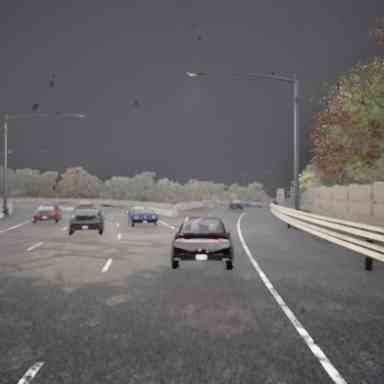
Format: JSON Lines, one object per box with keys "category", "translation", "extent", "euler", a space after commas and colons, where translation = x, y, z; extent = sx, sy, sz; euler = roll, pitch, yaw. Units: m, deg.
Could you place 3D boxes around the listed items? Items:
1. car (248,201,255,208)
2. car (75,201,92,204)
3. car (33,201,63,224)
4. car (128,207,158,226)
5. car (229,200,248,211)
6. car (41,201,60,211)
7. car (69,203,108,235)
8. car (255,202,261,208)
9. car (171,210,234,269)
{"category": "car", "translation": [9.720, 2.225, 59.563], "extent": [1.895, 1.301, 4.718], "euler": [0, -2, 15]}
{"category": "car", "translation": [-13.536, 1.814, 41.912], "extent": [1.882, 1.535, 5.008], "euler": [0, -1, -24]}
{"category": "car", "translation": [-11.626, 1.744, 27.009], "extent": [1.812, 1.442, 4.674], "euler": [0, -1, -16]}
{"category": "car", "translation": [-3.817, 1.801, 25.143], "extent": [1.895, 1.301, 4.718], "euler": [0, 0, -15]}
{"category": "car", "translation": [6.466, 1.852, 47.472], "extent": [1.882, 1.535, 5.008], "euler": [0, -1, 15]}
{"category": "car", "translation": [-20.038, 1.944, 47.037], "extent": [1.994, 1.385, 4.181], "euler": [0, -1, -28]}
{"category": "car", "translation": [-6.244, 1.667, 20.165], "extent": [1.837, 1.490, 4.892], "euler": [0, 0, -13]}
{"category": "car", "translation": [13.406, 2.785, 73.032], "extent": [2.033, 1.411, 5.357], "euler": [0, -4, 16]}
{"category": "car", "translation": [0.405, 1.583, 11.479], "extent": [2.128, 1.511, 4.902], "euler": [0, 0, 3]}
